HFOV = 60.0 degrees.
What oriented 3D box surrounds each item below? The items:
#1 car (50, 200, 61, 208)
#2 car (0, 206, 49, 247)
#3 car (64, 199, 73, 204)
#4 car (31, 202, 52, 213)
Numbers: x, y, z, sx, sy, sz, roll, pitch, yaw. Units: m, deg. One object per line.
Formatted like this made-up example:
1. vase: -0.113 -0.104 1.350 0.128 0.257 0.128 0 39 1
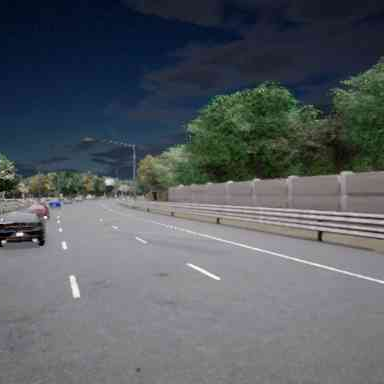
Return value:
1. car: -25.360 2.171 61.681 1.882 1.535 5.008 -1 0 -18
2. car: -8.259 1.675 16.376 1.882 1.535 5.008 -1 0 -23
3. car: -32.767 2.484 88.293 2.033 1.411 5.357 -1 0 -13
4. car: -14.780 1.902 32.034 1.812 1.442 4.674 -1 0 -22
